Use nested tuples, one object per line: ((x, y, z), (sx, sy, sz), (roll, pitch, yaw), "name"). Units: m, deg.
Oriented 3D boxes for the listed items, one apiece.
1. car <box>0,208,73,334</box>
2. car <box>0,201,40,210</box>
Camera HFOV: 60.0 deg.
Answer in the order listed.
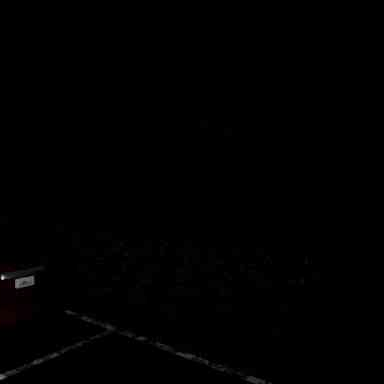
((-4.212, 1.316, 5.967), (5.009, 1.841, 2.192), (0, -1, 36), "car")
((-16.981, 1.660, 31.591), (2.128, 1.511, 4.902), (-1, -1, 37), "car")
